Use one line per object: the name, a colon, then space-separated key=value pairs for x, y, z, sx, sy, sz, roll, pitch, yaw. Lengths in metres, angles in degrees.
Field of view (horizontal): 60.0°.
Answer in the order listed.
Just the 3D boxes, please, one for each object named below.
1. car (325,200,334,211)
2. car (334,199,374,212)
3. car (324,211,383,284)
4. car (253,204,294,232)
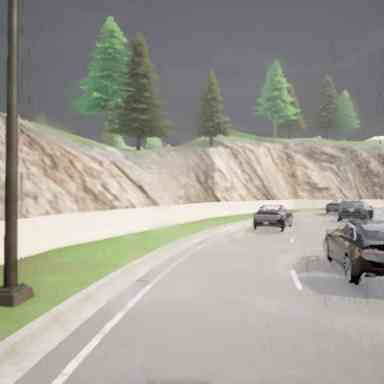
car: x=16.097 y=1.627 z=35.843 sx=4.902 sy=1.511 sz=2.128 roll=0 pitch=0 yaw=-45
car: x=13.590 y=1.466 z=27.424 sx=2.097 sy=1.767 sz=4.553 roll=1 pitch=0 yaw=36
car: x=5.055 y=1.534 z=9.460 sx=2.128 sy=1.511 sz=4.902 roll=0 pitch=0 yaw=12
car: x=5.163 y=1.535 z=20.823 sx=2.128 sy=1.511 sz=4.902 roll=0 pitch=0 yaw=25
